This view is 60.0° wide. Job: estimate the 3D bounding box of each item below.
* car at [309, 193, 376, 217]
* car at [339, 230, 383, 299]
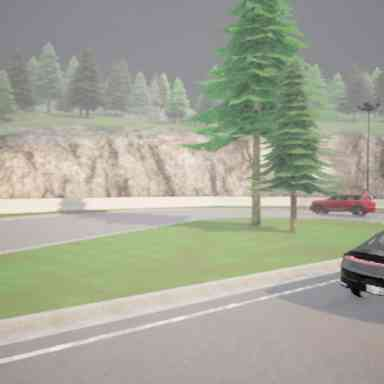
[{"bbox_3d":[13.763,1.138,30.553,5.566,2.045,2.150,1,-1,36],"label":"car"},{"bbox_3d":[5.177,1.484,7.091,4.902,1.511,2.128,0,0,-34],"label":"car"}]
